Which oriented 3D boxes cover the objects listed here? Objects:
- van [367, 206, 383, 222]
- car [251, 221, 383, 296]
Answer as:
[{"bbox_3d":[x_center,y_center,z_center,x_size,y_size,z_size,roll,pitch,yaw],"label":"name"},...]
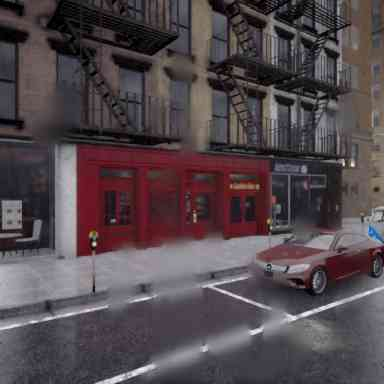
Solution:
[{"bbox_3d":[7.814,1.340,11.720,3.998,1.788,1.690,0,0,-35],"label":"van"},{"bbox_3d":[3.403,1.582,8.595,4.206,1.307,1.802,0,0,-35],"label":"car"}]
